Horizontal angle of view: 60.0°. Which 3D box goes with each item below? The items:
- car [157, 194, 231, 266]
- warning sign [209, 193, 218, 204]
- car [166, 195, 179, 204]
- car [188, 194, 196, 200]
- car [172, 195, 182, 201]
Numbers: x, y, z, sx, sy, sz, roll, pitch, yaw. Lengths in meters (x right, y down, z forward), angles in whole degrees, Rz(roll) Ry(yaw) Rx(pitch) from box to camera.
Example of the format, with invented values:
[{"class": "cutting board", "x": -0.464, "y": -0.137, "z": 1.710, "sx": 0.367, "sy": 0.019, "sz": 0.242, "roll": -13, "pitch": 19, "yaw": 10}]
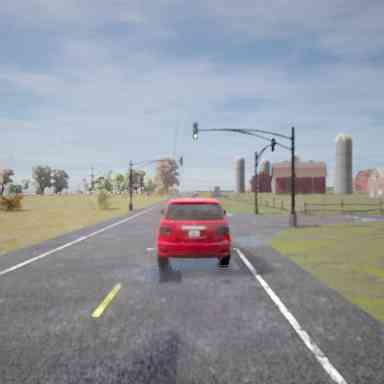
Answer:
[{"class": "car", "x": 0.046, "y": 1.208, "z": 11.570, "sx": 2.150, "sy": 2.045, "sz": 5.566, "roll": 0, "pitch": 0, "yaw": 0}, {"class": "warning sign", "x": 3.537, "y": 1.024, "z": 54.190, "sx": 1.300, "sy": 1.860, "sz": 1.060, "roll": 0, "pitch": 0, "yaw": 0}, {"class": "car", "x": -3.545, "y": 1.383, "z": 61.025, "sx": 2.128, "sy": 1.511, "sz": 4.902, "roll": 0, "pitch": 0, "yaw": 1}, {"class": "car", "x": -0.010, "y": 1.252, "z": 85.589, "sx": 1.895, "sy": 1.301, "sz": 4.718, "roll": 0, "pitch": 0, "yaw": 0}, {"class": "car", "x": -3.509, "y": 1.384, "z": 76.487, "sx": 2.033, "sy": 1.411, "sz": 5.357, "roll": 0, "pitch": 0, "yaw": 0}]
